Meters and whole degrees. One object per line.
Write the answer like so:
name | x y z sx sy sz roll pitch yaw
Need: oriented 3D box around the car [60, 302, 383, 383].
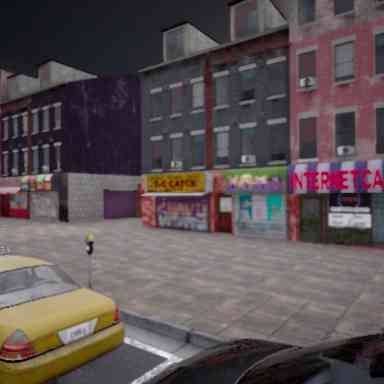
car | 1.445 1.566 1.789 4.313 1.339 1.947 0 -1 36

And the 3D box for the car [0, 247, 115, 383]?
car | -3.149 1.526 5.067 4.829 1.417 1.752 0 -1 36
